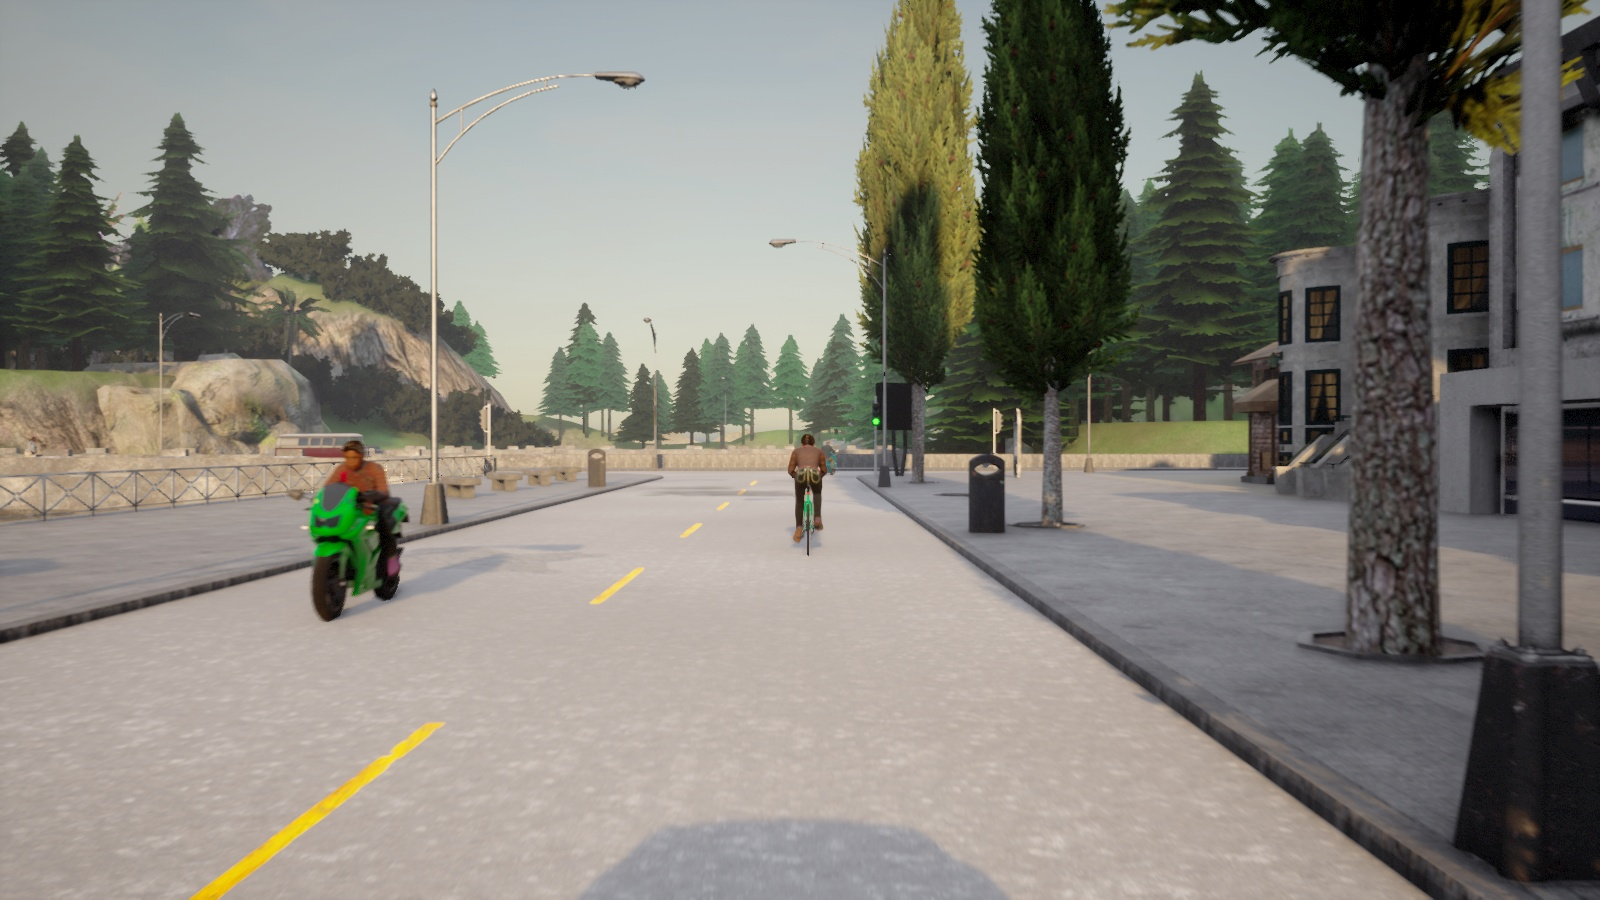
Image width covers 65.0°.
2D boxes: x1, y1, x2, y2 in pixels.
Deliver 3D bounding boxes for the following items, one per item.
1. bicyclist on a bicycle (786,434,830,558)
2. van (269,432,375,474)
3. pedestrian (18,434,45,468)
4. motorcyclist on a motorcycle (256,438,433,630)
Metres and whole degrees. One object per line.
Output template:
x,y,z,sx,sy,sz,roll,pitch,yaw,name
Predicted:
0.111,0.602,17.242,0.582,1.620,1.656,0,0,0,bicyclist on a bicycle
-22.991,0.140,60.518,4.442,1.987,1.775,0,0,0,van
-41.932,0.036,68.540,0.900,1.855,0.874,0,0,1,pedestrian
-3.923,0.663,11.007,0.797,1.523,2.044,0,0,0,motorcyclist on a motorcycle
